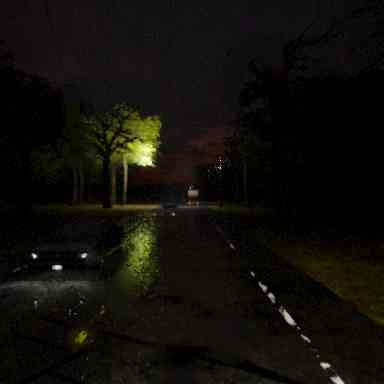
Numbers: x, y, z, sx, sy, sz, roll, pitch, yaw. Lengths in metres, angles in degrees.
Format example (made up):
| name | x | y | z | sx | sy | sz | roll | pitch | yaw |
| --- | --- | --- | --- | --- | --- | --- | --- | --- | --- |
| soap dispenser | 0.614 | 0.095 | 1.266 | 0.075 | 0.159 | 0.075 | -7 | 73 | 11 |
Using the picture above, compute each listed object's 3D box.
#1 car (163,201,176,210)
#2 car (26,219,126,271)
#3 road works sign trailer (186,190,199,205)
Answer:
| name | x | y | z | sx | sy | sz | roll | pitch | yaw |
| --- | --- | --- | --- | --- | --- | --- | --- | --- | --- |
| car | -3.533 | 2.124 | 52.154 | 1.895 | 1.301 | 4.718 | 0 | -1 | 0 |
| car | -3.592 | 1.655 | 11.537 | 2.033 | 1.411 | 5.357 | 0 | -1 | 0 |
| road works sign trailer | 0.254 | 1.274 | 76.704 | 2.380 | 3.560 | 2.880 | 0 | -1 | -8 |
